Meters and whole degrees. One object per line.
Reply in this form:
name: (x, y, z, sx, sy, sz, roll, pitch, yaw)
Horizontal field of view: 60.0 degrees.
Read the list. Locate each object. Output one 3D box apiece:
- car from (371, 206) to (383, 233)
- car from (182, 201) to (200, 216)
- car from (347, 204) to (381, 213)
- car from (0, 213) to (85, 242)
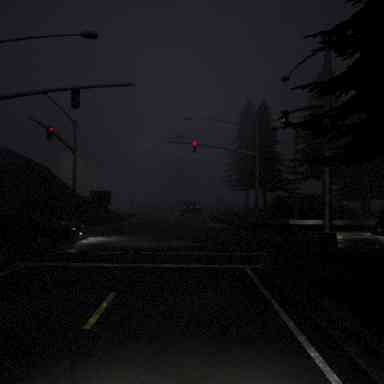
car: (14.204, 1.868, 21.189, 4.553, 1.767, 2.097, 0, -1, 0)
car: (-0.115, 1.781, 39.021, 2.097, 1.767, 4.553, 0, -1, -1)
car: (26.397, 2.508, 51.188, 4.181, 1.385, 1.994, 0, -1, 0)
car: (-8.526, 1.835, 17.526, 5.357, 1.411, 2.033, -1, -1, 0)
